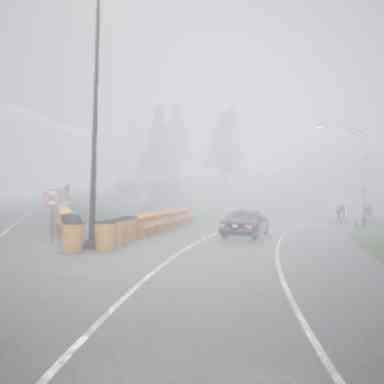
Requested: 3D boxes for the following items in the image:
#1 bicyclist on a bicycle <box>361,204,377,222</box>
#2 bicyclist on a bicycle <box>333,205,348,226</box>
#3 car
[{"bbox_3d":[15.932,1.912,29.961,0.582,1.620,1.656,1,-2,-21],"label":"bicyclist on a bicycle"},{"bbox_3d":[11.621,1.812,26.026,1.656,1.620,0.582,2,0,-26],"label":"bicyclist on a bicycle"},{"bbox_3d":[2.920,1.656,17.834,2.033,1.411,5.357,1,0,22],"label":"car"}]
